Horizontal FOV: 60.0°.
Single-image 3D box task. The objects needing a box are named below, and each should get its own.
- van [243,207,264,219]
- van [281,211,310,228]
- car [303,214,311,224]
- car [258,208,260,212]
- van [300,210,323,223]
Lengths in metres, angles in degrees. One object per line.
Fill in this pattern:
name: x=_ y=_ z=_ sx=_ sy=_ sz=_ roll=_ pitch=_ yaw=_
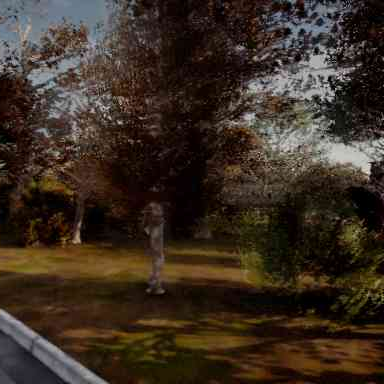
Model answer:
van: x=11.634 y=3.947 z=62.818 sx=1.878 sy=1.987 sz=4.442 roll=0 pitch=-2 yaw=43
van: x=13.516 y=3.472 z=43.322 sx=1.878 sy=1.987 sz=4.442 roll=0 pitch=-2 yaw=43
car: x=15.506 y=3.684 z=41.386 sx=1.946 sy=1.575 sz=5.366 roll=0 pitch=-2 yaw=43
car: x=9.529 y=3.463 z=47.189 sx=2.435 sy=2.045 sz=5.566 roll=0 pitch=-2 yaw=43
van: x=19.890 y=3.954 z=55.220 sx=1.878 sy=1.987 sz=4.442 roll=0 pitch=-2 yaw=43
